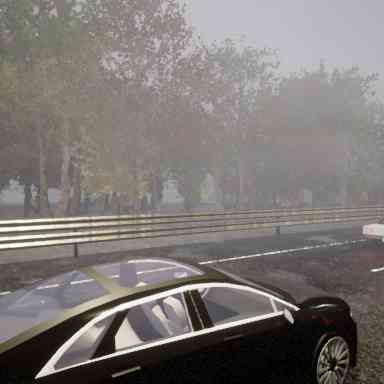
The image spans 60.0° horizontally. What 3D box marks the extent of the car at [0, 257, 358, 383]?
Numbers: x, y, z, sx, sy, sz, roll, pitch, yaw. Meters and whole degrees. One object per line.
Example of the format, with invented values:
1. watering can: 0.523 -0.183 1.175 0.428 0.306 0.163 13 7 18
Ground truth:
1. car: -0.178 1.490 3.523 4.902 1.511 2.128 0 0 -35

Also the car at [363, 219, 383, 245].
1. car: 9.404 1.581 14.024 4.718 1.301 1.895 0 0 -32
